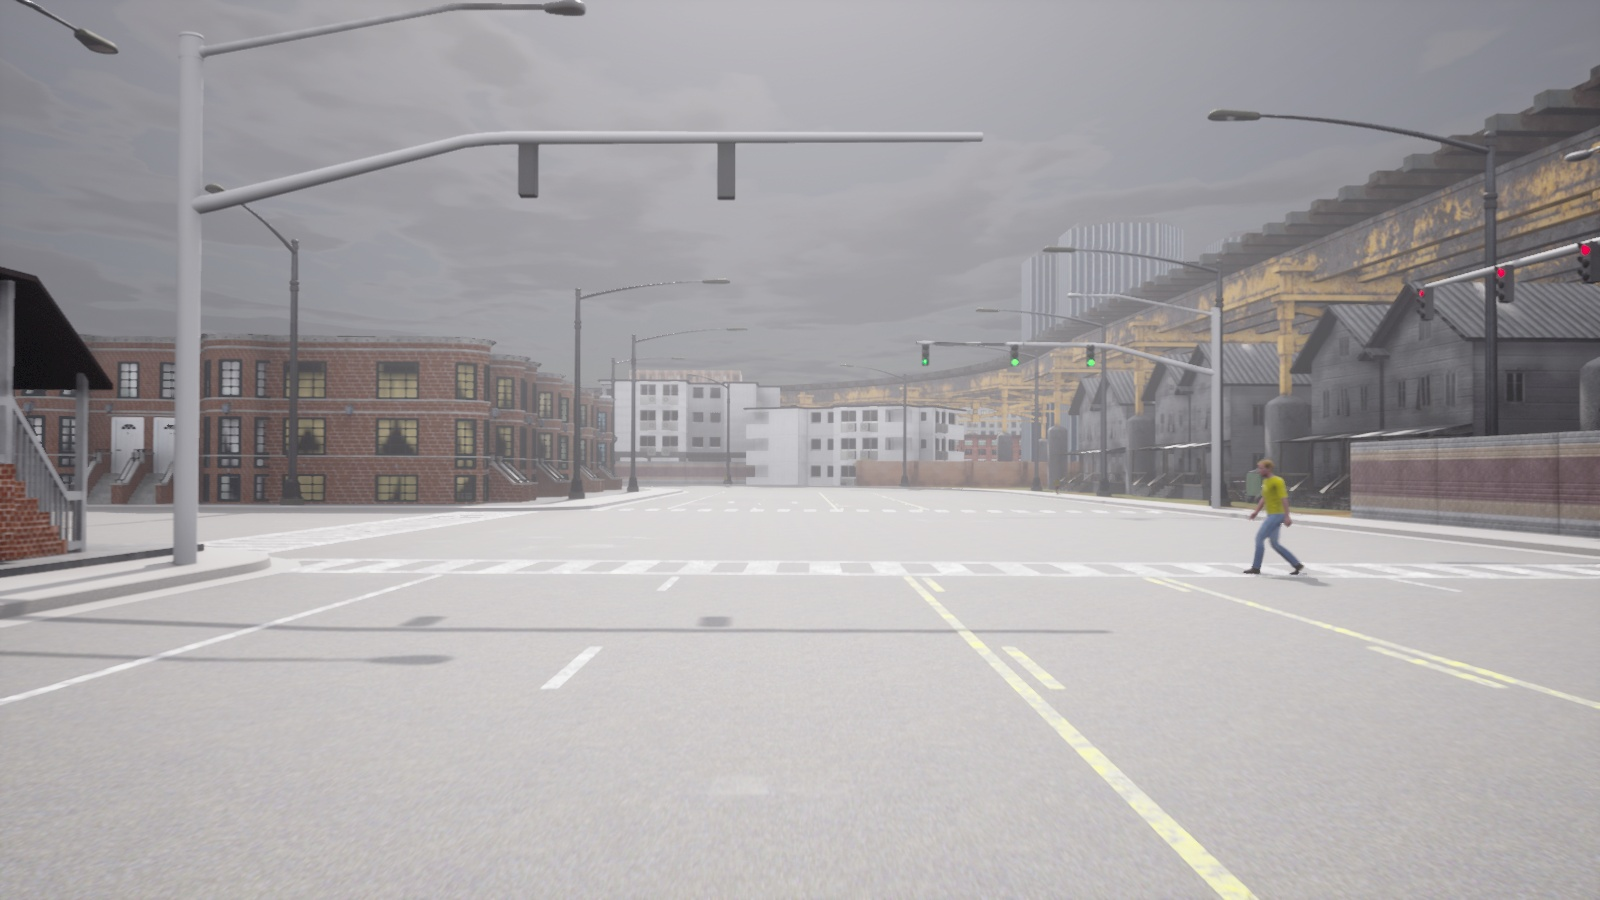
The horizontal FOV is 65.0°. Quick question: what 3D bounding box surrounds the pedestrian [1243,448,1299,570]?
[{"bbox_3d":[7.145,0.892,19.065,0.706,1.836,0.354,0,-1,8],"label":"pedestrian"}]
